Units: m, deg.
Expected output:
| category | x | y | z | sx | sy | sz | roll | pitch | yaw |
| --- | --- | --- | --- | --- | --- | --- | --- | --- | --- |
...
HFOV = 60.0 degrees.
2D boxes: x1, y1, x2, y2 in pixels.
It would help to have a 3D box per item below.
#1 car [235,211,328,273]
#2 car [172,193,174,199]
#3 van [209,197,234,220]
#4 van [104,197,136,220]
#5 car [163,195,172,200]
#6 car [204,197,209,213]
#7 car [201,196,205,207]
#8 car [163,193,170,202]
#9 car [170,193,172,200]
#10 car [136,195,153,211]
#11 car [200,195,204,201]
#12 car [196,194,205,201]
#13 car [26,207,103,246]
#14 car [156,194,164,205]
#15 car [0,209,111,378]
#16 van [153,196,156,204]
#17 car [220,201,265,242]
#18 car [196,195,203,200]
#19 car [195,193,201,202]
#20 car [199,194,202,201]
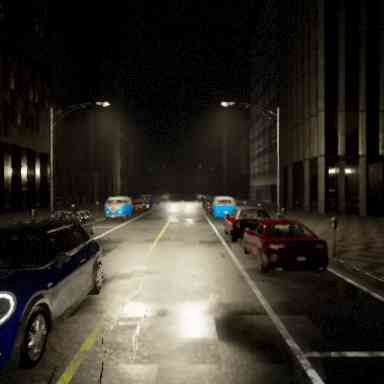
| category | x | y | z | sx | sy | sz | roll | pitch | yaw |
| --- | --- | --- | --- | --- | --- | --- | --- | --- | --- |
| car | 2.688 | 1.518 | 10.461 | 1.887 | 1.381 | 4.507 | 0 | 0 | 0 |
| car | -6.436 | 1.198 | 83.302 | 2.192 | 1.841 | 5.009 | 0 | 0 | 0 |
| van | 2.549 | 1.282 | 27.288 | 1.690 | 1.788 | 3.998 | 0 | 0 | 0 |
| van | -5.976 | 1.299 | 27.209 | 1.690 | 1.788 | 3.998 | 0 | 0 | 0 |
| car | -6.482 | 1.430 | 88.912 | 2.008 | 1.369 | 4.403 | 0 | 0 | 0 |
| car | 2.504 | 1.474 | 32.897 | 1.887 | 1.381 | 4.507 | 0 | 0 | 0 |
| car | 2.458 | 1.485 | 38.506 | 1.947 | 1.339 | 4.313 | 0 | 0 | 0 |
| car | -6.344 | 1.459 | 72.083 | 1.947 | 1.339 | 4.313 | 0 | 0 | 0 |
| car | -6.390 | 1.329 | 77.693 | 1.967 | 1.590 | 4.097 | 0 | 0 | 0 |
| car | -6.067 | 1.376 | 38.428 | 1.967 | 1.590 | 4.097 | 0 | 0 | 0 |
| car | 2.410 | 1.433 | 44.285 | 1.752 | 1.417 | 4.829 | 0 | 0 | 0 |
| car | 2.088 | 1.306 | 83.377 | 1.967 | 1.590 | 4.097 | 0 | 0 | 0 |
| car | -5.883 | 1.530 | 15.991 | 2.008 | 1.369 | 4.403 | 0 | 0 | 0 |
| car | -6.204 | 1.435 | 55.086 | 1.752 | 1.417 | 4.829 | 0 | 0 | 0 |
| car | -3.042 | 1.346 | 5.700 | 2.097 | 1.767 | 4.553 | 0 | 0 | -1 |
| van | -6.114 | 1.267 | 44.037 | 1.690 | 1.788 | 3.998 | 0 | 0 | 0 |
| car | 2.641 | 1.402 | 16.070 | 1.967 | 1.590 | 4.097 | 0 | 0 | 0 |
| car | 2.043 | 1.443 | 88.986 | 1.802 | 1.307 | 4.206 | 0 | 0 | 0 |
| car | 2.181 | 1.427 | 72.159 | 2.008 | 1.369 | 4.403 | 0 | 0 | 0 |
| car | 2.364 | 1.424 | 49.894 | 1.752 | 1.417 | 4.829 | 0 | 0 | 0 |
